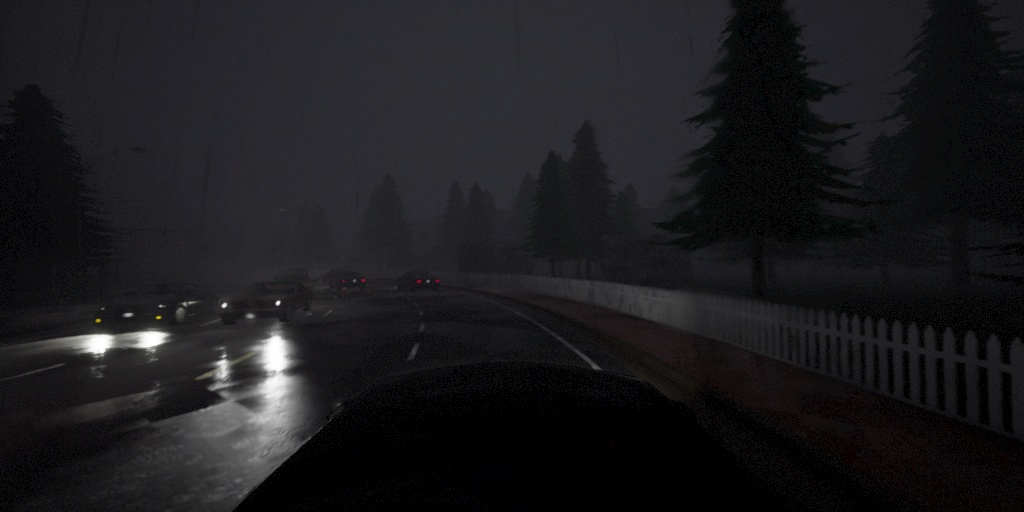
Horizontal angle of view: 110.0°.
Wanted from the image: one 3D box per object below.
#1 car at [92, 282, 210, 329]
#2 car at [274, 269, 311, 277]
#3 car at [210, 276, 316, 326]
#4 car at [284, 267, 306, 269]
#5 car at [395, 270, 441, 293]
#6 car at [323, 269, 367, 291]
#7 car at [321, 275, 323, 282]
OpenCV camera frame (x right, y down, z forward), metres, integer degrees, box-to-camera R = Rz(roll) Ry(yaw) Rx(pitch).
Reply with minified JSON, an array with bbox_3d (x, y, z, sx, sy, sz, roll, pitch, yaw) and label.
[{"bbox_3d":[-12.360,1.647,12.825,1.994,1.385,4.181,-1,-1,-19],"label":"car"},{"bbox_3d":[-11.253,1.621,18.499,1.882,1.535,5.008,0,-1,-26],"label":"car"},{"bbox_3d":[-8.891,1.640,13.396,1.895,1.301,4.718,-1,-1,-18],"label":"car"},{"bbox_3d":[-22.261,1.898,36.308,4.553,1.767,2.097,-2,-1,38],"label":"car"},{"bbox_3d":[-6.657,1.710,25.007,2.033,1.411,5.357,0,-1,-32],"label":"car"},{"bbox_3d":[-12.414,1.822,26.960,2.033,1.411,5.357,0,-1,-36],"label":"car"},{"bbox_3d":[-18.151,2.027,37.511,4.674,1.442,1.812,-1,-1,39],"label":"car"}]
